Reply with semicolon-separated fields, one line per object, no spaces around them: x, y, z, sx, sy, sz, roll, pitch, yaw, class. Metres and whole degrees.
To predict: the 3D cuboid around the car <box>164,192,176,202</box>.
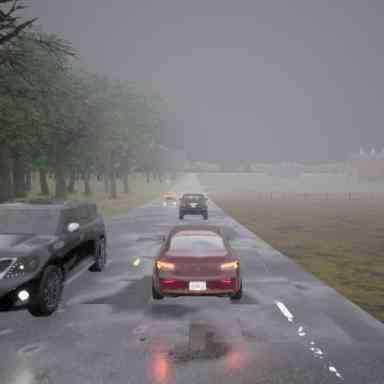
-3.488;0.718;53.837;1.882;1.535;5.008;0;1;0;car

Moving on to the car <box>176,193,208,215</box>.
0.107;1.082;26.924;2.150;2.045;5.566;0;1;0;car

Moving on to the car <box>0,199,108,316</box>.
-3.599;1.215;7.843;2.150;2.045;5.566;0;0;0;car

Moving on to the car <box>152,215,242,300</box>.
0.102;1.519;8.258;1.812;1.442;4.674;0;0;0;car
